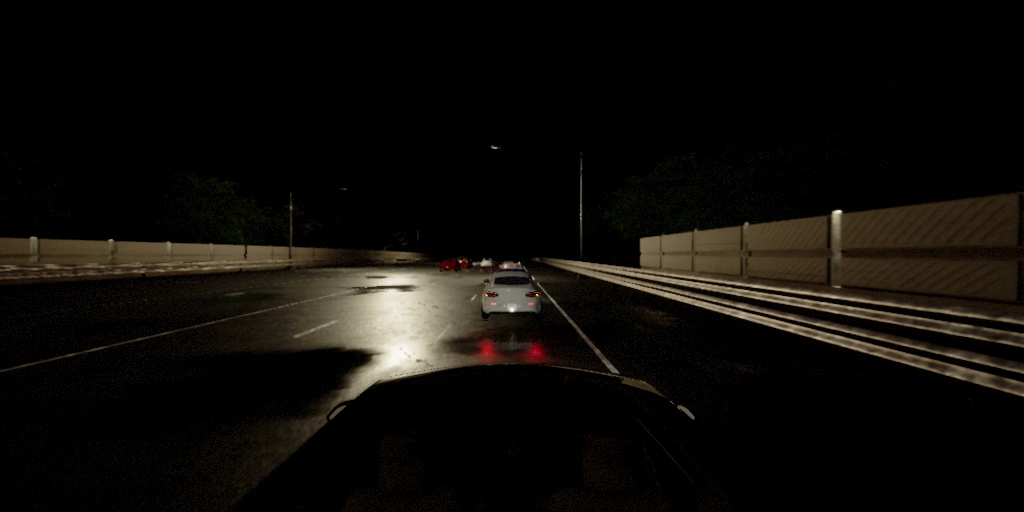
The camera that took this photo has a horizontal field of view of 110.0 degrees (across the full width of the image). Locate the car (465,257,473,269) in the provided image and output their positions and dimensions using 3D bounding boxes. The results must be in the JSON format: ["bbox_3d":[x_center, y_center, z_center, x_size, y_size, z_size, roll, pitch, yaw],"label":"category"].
[{"bbox_3d":[-6.935,0.879,51.552,2.097,1.767,4.553,0,0,1],"label":"car"}]

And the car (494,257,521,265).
[{"bbox_3d":[-0.181,1.115,37.182,1.994,1.385,4.181,0,0,9],"label":"car"}]

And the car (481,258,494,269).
[{"bbox_3d":[-3.431,1.032,51.651,1.812,1.442,4.674,0,0,2],"label":"car"}]

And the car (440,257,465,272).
[{"bbox_3d":[-7.003,1.040,41.439,1.882,1.535,5.008,0,0,0],"label":"car"}]

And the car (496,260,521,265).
[{"bbox_3d":[0.003,1.199,27.317,1.895,1.301,4.718,0,0,0],"label":"car"}]

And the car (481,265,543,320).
[{"bbox_3d":[-0.001,1.214,12.159,1.812,1.442,4.674,0,0,0],"label":"car"}]
